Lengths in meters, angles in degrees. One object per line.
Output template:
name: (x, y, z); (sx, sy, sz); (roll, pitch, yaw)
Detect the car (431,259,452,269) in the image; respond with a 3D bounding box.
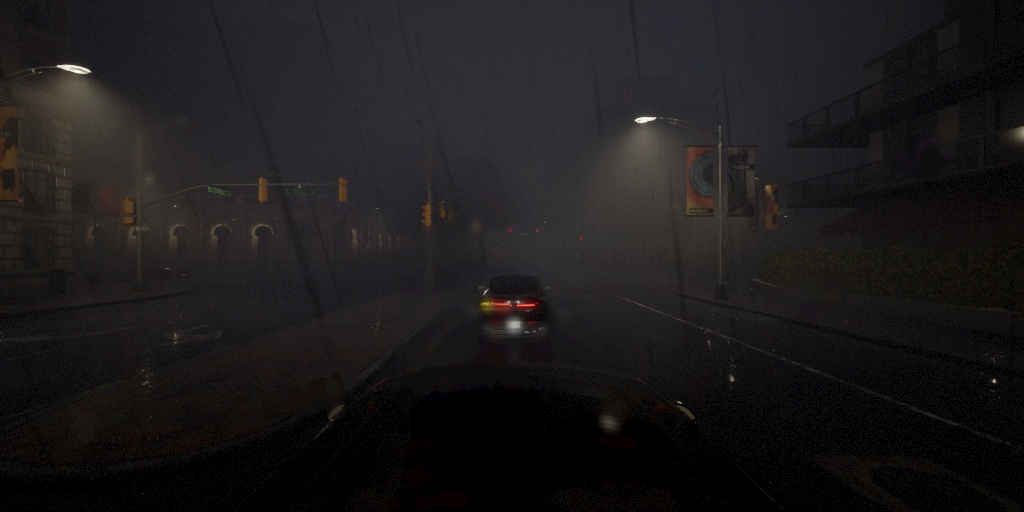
car: (-11.530, 1.276, 58.597); (1.812, 1.442, 4.674); (0, 0, 0)

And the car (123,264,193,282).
car: (-28.175, 1.314, 28.605); (4.181, 1.385, 1.994); (0, 0, 0)

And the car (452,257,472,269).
car: (-8.040, 1.276, 58.371); (1.812, 1.442, 4.674); (0, 0, 0)

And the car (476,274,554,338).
car: (0.079, 1.255, 10.174); (1.837, 1.490, 4.892); (0, 0, 0)
